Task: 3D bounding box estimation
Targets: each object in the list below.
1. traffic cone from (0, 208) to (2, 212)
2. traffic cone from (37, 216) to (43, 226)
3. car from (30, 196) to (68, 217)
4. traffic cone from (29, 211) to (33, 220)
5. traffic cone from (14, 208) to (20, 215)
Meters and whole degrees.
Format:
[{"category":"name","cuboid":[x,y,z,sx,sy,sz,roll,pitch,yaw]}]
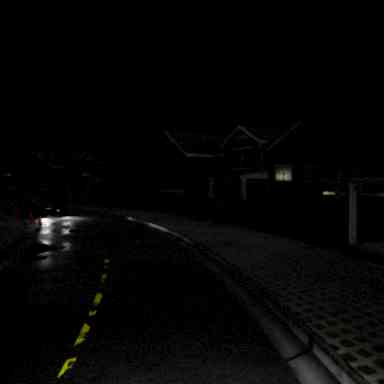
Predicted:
[{"category":"traffic cone","cuboid":[-17.522,1.492,30.296,0.340,0.580,0.340,1,1,42]},{"category":"traffic cone","cuboid":[-8.805,1.681,19.252,0.340,0.580,0.340,0,1,-22]},{"category":"car","cuboid":[-11.460,1.105,26.496,1.837,1.490,4.892,0,1,-40]},{"category":"traffic cone","cuboid":[-11.257,1.614,23.279,0.340,0.580,0.340,-1,1,-35]},{"category":"traffic cone","cuboid":[-14.187,1.549,26.969,0.340,0.580,0.340,-1,1,-42]}]
